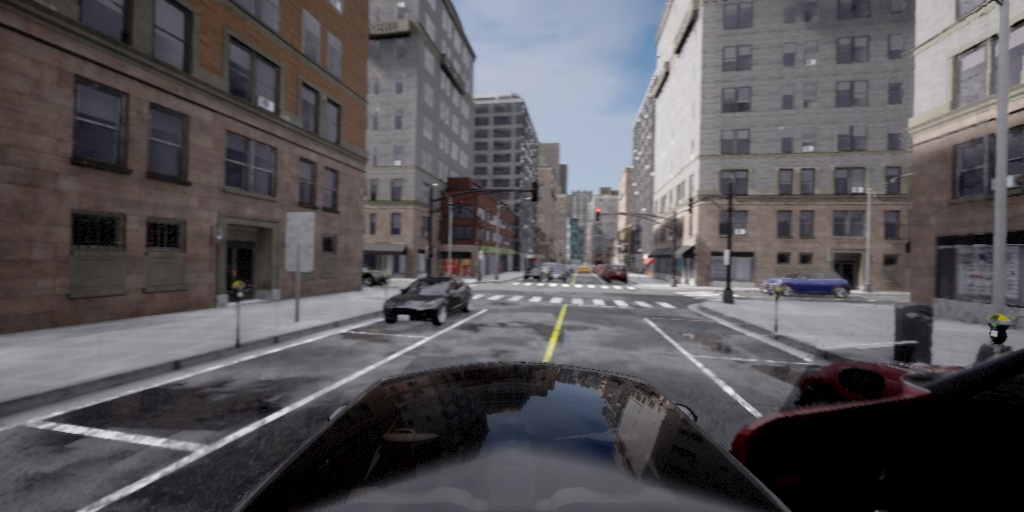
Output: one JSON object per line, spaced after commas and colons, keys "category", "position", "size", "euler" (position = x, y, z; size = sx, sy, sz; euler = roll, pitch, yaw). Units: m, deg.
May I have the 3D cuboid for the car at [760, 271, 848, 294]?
{"category": "car", "position": [18.991, 1.738, 23.449], "size": [4.553, 1.767, 2.097], "euler": [1, 0, 9]}

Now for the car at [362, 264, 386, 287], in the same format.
{"category": "car", "position": [-11.071, 1.293, 25.772], "size": [4.553, 1.767, 2.097], "euler": [1, 0, 10]}

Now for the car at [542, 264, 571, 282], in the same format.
{"category": "car", "position": [4.739, 1.859, 37.254], "size": [2.128, 1.511, 4.902], "euler": [1, -1, 11]}

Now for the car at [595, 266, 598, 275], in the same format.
{"category": "car", "position": [13.859, 2.358, 53.597], "size": [1.751, 1.417, 4.829], "euler": [0, 0, 11]}

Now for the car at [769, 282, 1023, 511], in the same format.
{"category": "car", "position": [3.632, 1.198, 1.721], "size": [2.097, 1.767, 4.553], "euler": [1, -1, 11]}

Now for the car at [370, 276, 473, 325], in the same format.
{"category": "car", "position": [-2.624, 1.386, 12.142], "size": [1.948, 1.339, 4.313], "euler": [0, 0, 11]}

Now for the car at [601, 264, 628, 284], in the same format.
{"category": "car", "position": [10.724, 1.837, 36.965], "size": [2.192, 1.841, 5.009], "euler": [0, 0, 11]}

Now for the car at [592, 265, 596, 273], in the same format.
{"category": "car", "position": [14.863, 2.250, 58.918], "size": [2.192, 1.841, 5.009], "euler": [0, 0, 11]}

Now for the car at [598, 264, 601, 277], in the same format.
{"category": "car", "position": [11.759, 1.941, 42.454], "size": [2.192, 1.841, 5.009], "euler": [0, 0, 11]}

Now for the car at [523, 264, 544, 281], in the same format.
{"category": "car", "position": [2.348, 1.888, 38.546], "size": [1.948, 1.339, 4.313], "euler": [0, 0, 11]}

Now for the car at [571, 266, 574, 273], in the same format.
{"category": "car", "position": [7.084, 2.150, 49.677], "size": [2.033, 1.411, 5.357], "euler": [1, -1, 11]}
